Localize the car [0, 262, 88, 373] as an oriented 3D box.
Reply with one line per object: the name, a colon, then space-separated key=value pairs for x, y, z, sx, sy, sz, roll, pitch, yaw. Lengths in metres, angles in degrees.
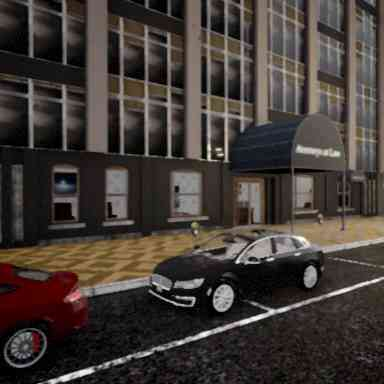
car: x=-3.456 y=1.582 z=4.095 sx=4.206 sy=1.307 sz=1.802 roll=0 pitch=0 yaw=-36

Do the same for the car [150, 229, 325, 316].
car: x=1.180 y=1.549 z=7.405 sx=4.403 sy=1.369 sz=2.008 roll=0 pitch=0 yaw=-36
